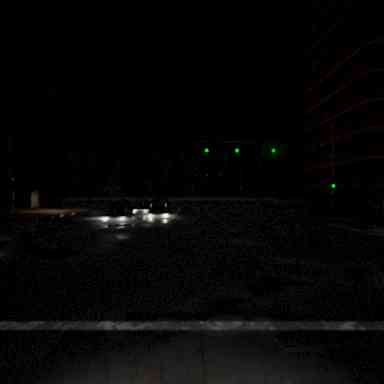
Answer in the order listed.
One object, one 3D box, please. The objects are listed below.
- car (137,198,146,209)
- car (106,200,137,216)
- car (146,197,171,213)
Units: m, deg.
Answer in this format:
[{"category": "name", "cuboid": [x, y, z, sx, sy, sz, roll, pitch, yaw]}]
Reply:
[{"category": "car", "cuboid": [-6.991, 1.602, 46.000, 1.812, 1.442, 4.674, 0, 0, 1]}, {"category": "car", "cuboid": [-7.089, 1.560, 33.076, 1.837, 1.490, 4.892, 0, 0, 1]}, {"category": "car", "cuboid": [-3.539, 1.414, 37.184, 2.097, 1.767, 4.553, 0, 0, 0]}]
